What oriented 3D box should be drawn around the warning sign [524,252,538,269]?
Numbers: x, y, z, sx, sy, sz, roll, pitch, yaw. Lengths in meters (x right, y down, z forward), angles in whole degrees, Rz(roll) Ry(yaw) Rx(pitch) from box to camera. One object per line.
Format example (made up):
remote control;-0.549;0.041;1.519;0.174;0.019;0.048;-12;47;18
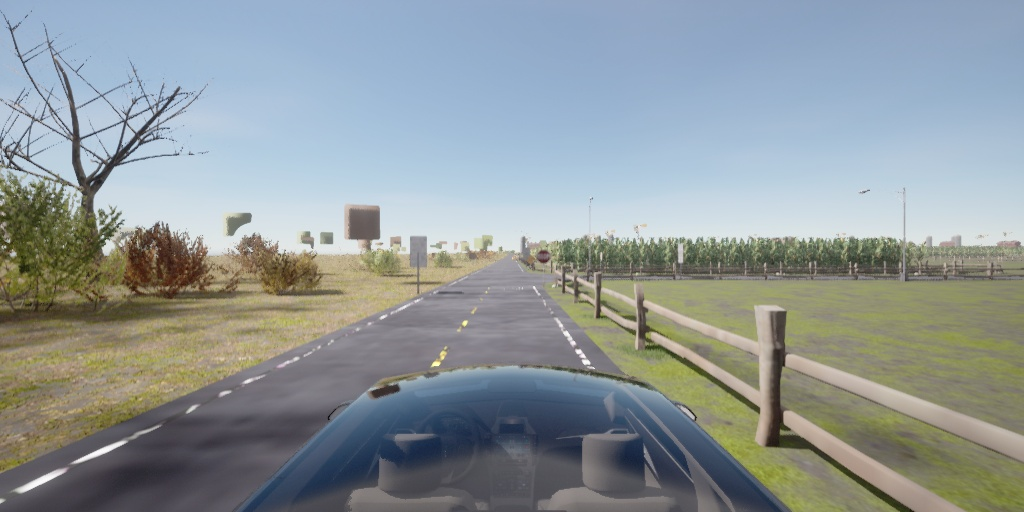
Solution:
warning sign;2.449;0.787;46.883;1.300;1.860;1.060;0;0;0
